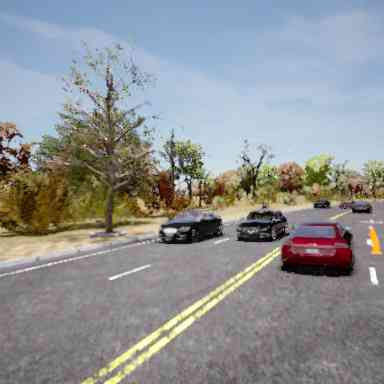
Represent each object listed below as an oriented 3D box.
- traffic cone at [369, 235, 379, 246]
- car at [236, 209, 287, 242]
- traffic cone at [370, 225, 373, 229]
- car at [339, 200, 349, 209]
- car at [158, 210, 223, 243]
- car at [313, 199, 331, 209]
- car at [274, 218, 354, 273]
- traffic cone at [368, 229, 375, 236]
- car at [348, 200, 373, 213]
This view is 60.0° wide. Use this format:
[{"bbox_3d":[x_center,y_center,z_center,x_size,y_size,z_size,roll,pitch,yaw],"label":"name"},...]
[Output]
[{"bbox_3d":[6.988,2.028,12.628,0.340,0.580,0.340,-1,-1,27],"label":"traffic cone"},{"bbox_3d":[3.865,1.685,17.848,1.837,1.490,4.892,-1,-1,28],"label":"car"},{"bbox_3d":[8.790,2.050,16.199,0.340,0.580,0.340,-1,-1,27],"label":"traffic cone"},{"bbox_3d":[24.610,1.916,52.699,1.994,1.385,4.181,-1,-1,34],"label":"car"},{"bbox_3d":[0.067,1.718,17.583,2.128,1.511,4.902,-1,-1,27],"label":"car"},{"bbox_3d":[20.440,1.878,52.323,1.882,1.535,5.008,-1,-1,34],"label":"car"},{"bbox_3d":[4.313,1.653,11.202,1.994,1.385,4.181,-1,-1,27],"label":"car"},{"bbox_3d":[7.889,2.039,14.413,0.340,0.580,0.340,-1,-1,27],"label":"traffic cone"},{"bbox_3d":[20.394,1.810,39.867,1.994,1.385,4.181,-1,-1,31],"label":"car"}]
